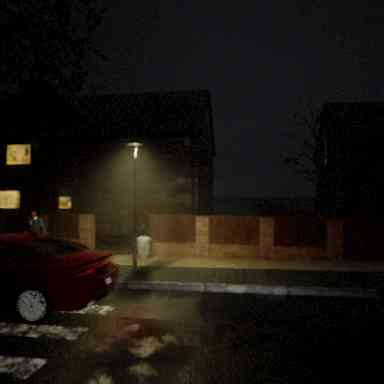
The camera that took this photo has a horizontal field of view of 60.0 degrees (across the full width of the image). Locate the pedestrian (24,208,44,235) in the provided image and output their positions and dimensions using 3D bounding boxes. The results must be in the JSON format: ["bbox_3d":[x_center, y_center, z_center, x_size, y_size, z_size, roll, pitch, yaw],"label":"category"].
[{"bbox_3d":[-4.857,1.394,10.100,0.375,1.860,0.375,0,-1,9],"label":"pedestrian"}]

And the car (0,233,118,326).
[{"bbox_3d":[-4.093,1.637,7.021,5.008,1.535,1.882,-1,-2,9],"label":"car"}]
